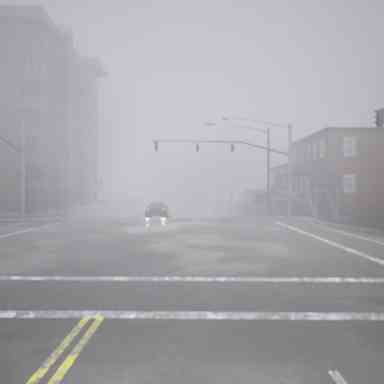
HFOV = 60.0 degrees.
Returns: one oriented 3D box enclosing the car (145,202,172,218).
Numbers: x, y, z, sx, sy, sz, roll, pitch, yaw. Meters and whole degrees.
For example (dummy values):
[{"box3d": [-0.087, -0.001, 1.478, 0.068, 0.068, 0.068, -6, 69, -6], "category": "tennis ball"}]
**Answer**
[{"box3d": [-3.587, 1.842, 34.558, 2.097, 1.767, 4.553, 0, -4, 0], "category": "car"}]
